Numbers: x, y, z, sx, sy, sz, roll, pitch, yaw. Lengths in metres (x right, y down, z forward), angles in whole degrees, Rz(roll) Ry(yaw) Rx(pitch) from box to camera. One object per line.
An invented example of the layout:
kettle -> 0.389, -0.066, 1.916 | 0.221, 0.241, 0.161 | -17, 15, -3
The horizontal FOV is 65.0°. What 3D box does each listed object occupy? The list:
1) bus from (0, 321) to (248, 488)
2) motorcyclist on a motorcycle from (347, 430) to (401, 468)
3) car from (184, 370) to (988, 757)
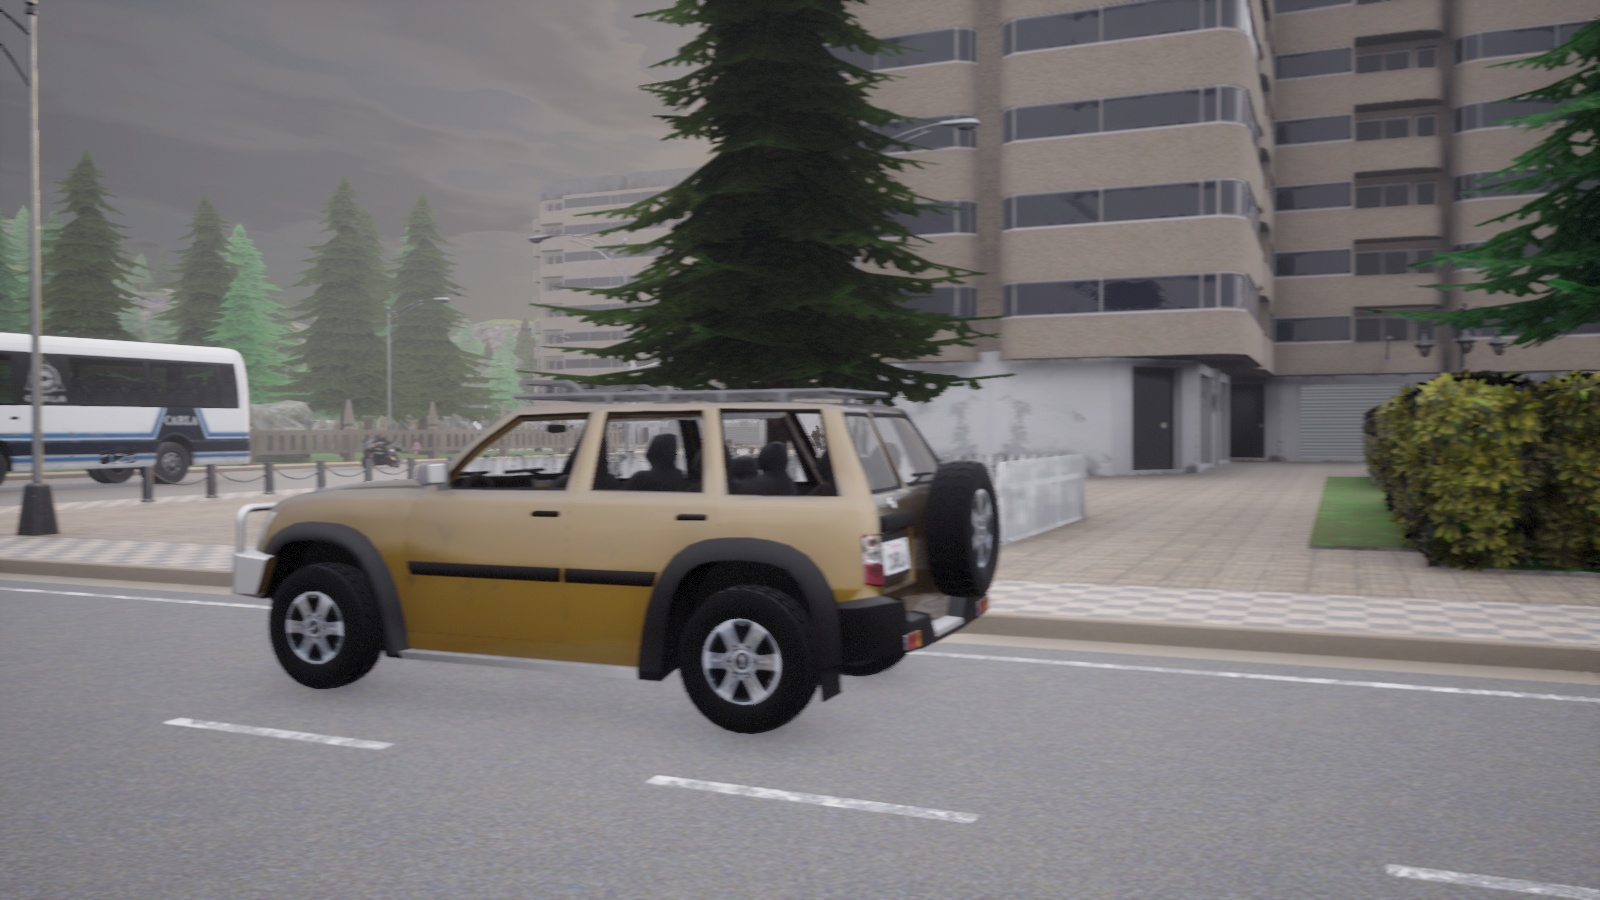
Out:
bus -> -21.100, -1.210, 35.291 | 3.944, 4.253, 10.273 | 1, 1, 23
motorcyclist on a motorcycle -> -17.681, -0.066, 52.179 | 0.866, 1.530, 2.191 | 1, 1, 23
car -> -1.336, 0.509, 7.808 | 4.605, 1.855, 1.932 | 1, 1, 23
